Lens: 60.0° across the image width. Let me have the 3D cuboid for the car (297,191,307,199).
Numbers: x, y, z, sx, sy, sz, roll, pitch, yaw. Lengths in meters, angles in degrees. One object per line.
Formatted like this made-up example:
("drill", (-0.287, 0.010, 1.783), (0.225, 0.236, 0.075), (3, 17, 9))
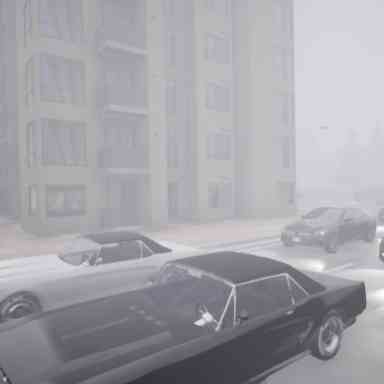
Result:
("car", (16.377, 0.562, 54.722), (1.895, 1.301, 4.718), (-2, 1, -33))

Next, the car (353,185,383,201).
("car", (22.692, 0.218, 41.446), (2.150, 2.045, 5.566), (-1, 1, -13))

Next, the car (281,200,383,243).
("car", (5.269, 1.258, 12.507), (4.674, 1.442, 1.812), (-2, 1, -39))

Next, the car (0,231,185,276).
("car", (-2.024, 1.559, 6.883), (4.718, 1.301, 1.895), (-2, 1, -37))

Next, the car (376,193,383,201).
("car", (12.294, 0.996, 19.887), (1.837, 1.490, 4.892), (-1, 1, 31))

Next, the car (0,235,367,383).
("car", (0.156, 1.548, 4.151), (4.718, 1.301, 1.895), (-2, 1, -37))

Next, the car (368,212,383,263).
("car", (7.068, 1.297, 9.544), (4.181, 1.385, 1.994), (-2, 1, -40))
